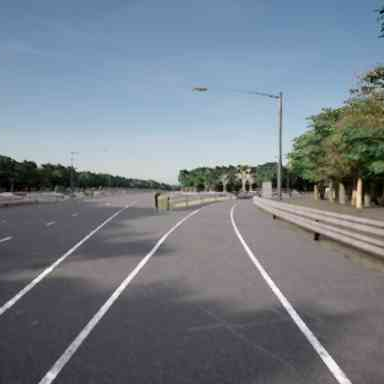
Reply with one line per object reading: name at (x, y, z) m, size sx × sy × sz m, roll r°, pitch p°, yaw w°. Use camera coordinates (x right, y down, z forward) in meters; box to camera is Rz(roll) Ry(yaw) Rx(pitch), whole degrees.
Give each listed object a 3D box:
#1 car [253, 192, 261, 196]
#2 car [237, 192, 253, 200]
car at (14.810, 0.733, 78.744) m, size 2.033 × 1.411 × 5.357 m, roll 1°, pitch 1°, yaw 29°
car at (10.766, 0.922, 69.863) m, size 1.994 × 1.385 × 4.181 m, roll 1°, pitch 1°, yaw 23°
